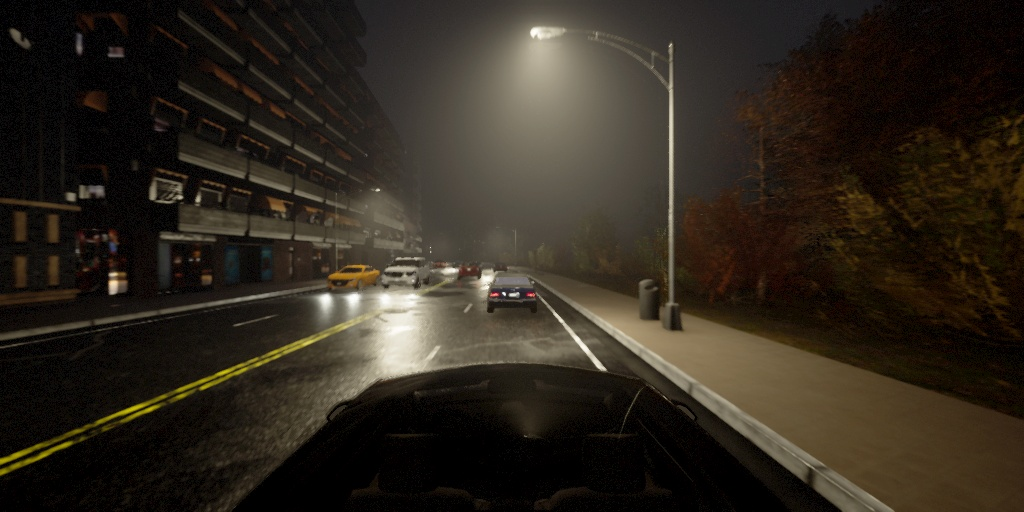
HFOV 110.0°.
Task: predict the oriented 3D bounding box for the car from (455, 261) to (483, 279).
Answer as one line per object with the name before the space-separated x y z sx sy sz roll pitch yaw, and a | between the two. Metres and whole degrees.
car | -3.986 1.275 34.542 2.097 1.767 4.553 0 0 -3

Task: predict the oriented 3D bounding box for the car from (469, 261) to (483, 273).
car | -5.111 1.481 51.338 1.882 1.535 5.008 0 0 -5

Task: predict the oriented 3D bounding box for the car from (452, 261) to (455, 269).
car | -9.732 1.562 64.409 2.128 1.511 4.902 0 0 -6

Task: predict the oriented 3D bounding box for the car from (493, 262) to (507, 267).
car | -1.576 1.530 48.045 2.033 1.411 5.357 0 0 -4

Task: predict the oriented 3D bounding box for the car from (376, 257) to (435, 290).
car | -7.000 1.101 24.284 2.150 2.045 5.566 0 -1 -2

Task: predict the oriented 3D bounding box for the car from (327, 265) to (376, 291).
car | -10.229 1.356 23.510 1.882 1.535 5.008 0 0 -2

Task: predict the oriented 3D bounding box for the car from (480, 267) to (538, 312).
car | -0.026 1.366 14.559 2.033 1.411 5.357 0 0 -1

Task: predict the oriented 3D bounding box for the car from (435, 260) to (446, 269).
car | -12.972 1.437 64.113 2.097 1.767 4.553 0 0 -6
